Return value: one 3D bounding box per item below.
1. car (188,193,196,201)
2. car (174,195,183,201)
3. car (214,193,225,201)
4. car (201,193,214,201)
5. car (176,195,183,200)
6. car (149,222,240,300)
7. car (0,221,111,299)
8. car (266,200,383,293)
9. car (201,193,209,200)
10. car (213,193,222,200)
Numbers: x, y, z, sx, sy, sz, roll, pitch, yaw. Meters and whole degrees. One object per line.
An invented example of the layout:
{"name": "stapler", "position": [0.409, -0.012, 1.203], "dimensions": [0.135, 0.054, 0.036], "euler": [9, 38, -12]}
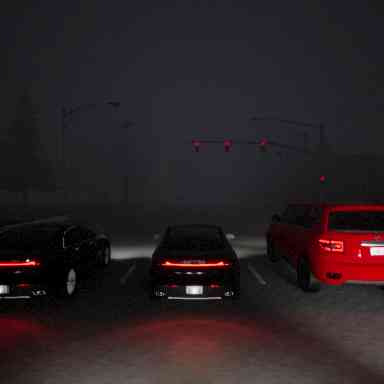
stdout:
{"name": "car", "position": [0.010, 1.517, 81.471], "dimensions": [2.128, 1.511, 4.902], "euler": [0, 0, 0]}
{"name": "car", "position": [-3.490, 1.516, 81.888], "dimensions": [1.812, 1.442, 4.674], "euler": [0, 0, 0]}
{"name": "car", "position": [7.010, 1.492, 81.470], "dimensions": [1.837, 1.490, 4.892], "euler": [0, 0, 0]}
{"name": "car", "position": [3.510, 1.347, 81.857], "dimensions": [2.097, 1.767, 4.553], "euler": [0, 0, 0]}
{"name": "car", "position": [-3.489, 1.427, 91.922], "dimensions": [1.895, 1.301, 4.718], "euler": [0, 0, 0]}
{"name": "car", "position": [0.063, 1.505, 8.367], "dimensions": [1.837, 1.490, 4.892], "euler": [0, 0, 0]}
{"name": "car", "position": [-3.437, 1.505, 8.420], "dimensions": [1.837, 1.490, 4.892], "euler": [0, 0, 0]}
{"name": "car", "position": [3.567, 1.221, 9.015], "dimensions": [2.150, 2.045, 5.566], "euler": [0, 0, 0]}
{"name": "car", "position": [3.511, 1.187, 91.861], "dimensions": [2.097, 1.767, 4.553], "euler": [0, 0, 0]}
{"name": "car", "position": [7.011, 1.187, 91.860], "dimensions": [2.097, 1.767, 4.553], "euler": [0, 0, 0]}
